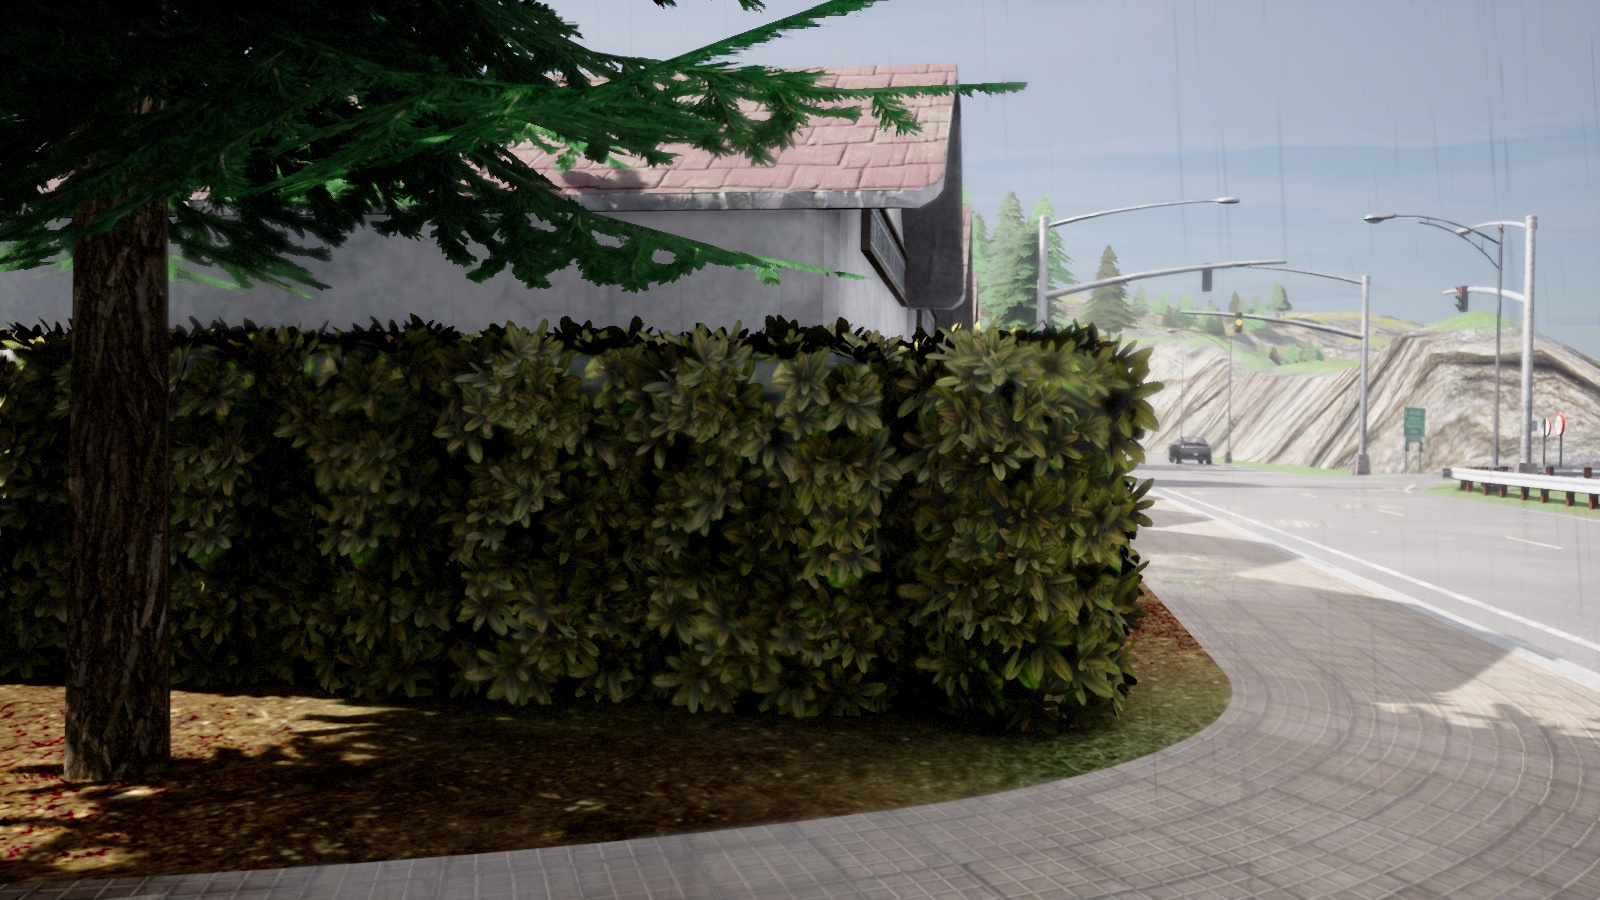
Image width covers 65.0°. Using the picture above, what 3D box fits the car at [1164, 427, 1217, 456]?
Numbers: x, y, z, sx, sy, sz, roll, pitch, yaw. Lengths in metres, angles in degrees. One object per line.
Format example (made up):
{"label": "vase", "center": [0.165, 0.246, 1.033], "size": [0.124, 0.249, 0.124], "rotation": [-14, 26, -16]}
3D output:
{"label": "car", "center": [21.275, -0.489, 68.577], "size": [2.128, 1.511, 4.902], "rotation": [0, 1, 9]}
